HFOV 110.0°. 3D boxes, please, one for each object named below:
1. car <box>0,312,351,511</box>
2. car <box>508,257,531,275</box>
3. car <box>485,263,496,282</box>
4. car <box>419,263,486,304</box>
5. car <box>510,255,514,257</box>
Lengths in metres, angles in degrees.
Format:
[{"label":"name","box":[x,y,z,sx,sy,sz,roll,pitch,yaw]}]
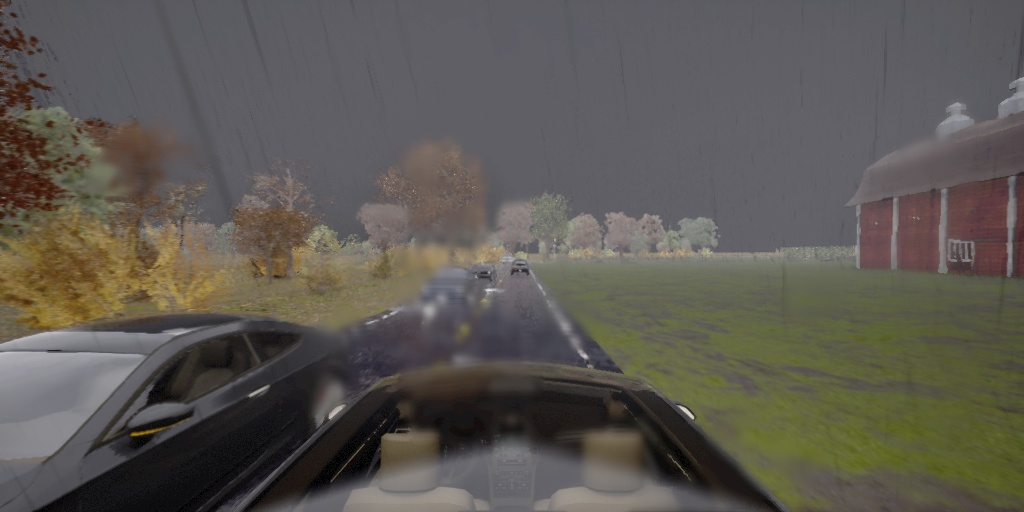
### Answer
[{"label":"car","box":[-2.879,1.235,2.599,1.812,1.442,4.674,1,0,1]},{"label":"car","box":[0.847,1.144,37.076,1.837,1.490,4.892,1,0,1]},{"label":"car","box":[-2.283,1.235,27.725,1.895,1.301,4.718,1,0,2]},{"label":"car","box":[-2.568,1.217,16.127,2.033,1.411,5.357,1,0,1]},{"label":"car","box":[1.136,1.070,50.219,2.128,1.511,4.902,1,0,1]}]
